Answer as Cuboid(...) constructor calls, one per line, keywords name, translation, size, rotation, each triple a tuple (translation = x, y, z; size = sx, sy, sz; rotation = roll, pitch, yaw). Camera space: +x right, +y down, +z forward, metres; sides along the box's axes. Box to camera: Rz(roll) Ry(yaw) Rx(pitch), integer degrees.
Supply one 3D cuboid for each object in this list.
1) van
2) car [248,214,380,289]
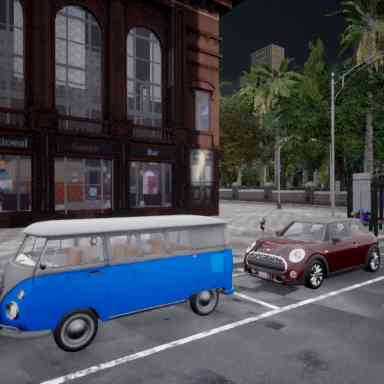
Cuboid(name="van", translation=(-1.103, 1.341, 5.874), size=(3.998, 1.788, 1.690), rotation=(0, 0, -36))
Cuboid(name="car", translation=(3.298, 1.438, 9.048), size=(4.097, 1.590, 1.967), rotation=(0, 0, -36))
